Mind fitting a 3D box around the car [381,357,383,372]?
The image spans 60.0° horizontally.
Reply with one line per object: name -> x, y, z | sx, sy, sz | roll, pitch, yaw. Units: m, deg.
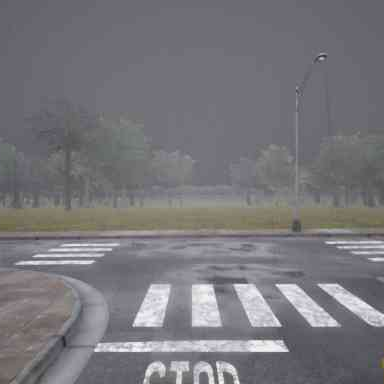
car -> 2.634, 1.525, 1.190 | 1.752, 1.417, 4.829 | 0, 0, 0
